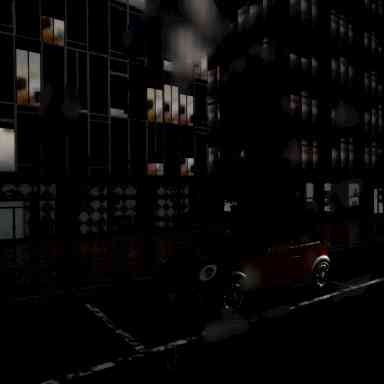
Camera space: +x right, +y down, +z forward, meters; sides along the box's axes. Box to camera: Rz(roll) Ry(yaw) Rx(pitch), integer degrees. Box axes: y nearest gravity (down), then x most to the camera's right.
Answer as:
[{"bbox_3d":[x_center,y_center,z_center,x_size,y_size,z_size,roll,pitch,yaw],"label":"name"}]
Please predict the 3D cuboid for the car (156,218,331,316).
[{"bbox_3d":[1.217,1.439,7.429,4.097,1.590,1.967,0,-1,-35],"label":"car"}]
